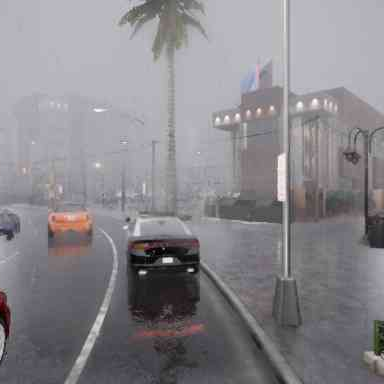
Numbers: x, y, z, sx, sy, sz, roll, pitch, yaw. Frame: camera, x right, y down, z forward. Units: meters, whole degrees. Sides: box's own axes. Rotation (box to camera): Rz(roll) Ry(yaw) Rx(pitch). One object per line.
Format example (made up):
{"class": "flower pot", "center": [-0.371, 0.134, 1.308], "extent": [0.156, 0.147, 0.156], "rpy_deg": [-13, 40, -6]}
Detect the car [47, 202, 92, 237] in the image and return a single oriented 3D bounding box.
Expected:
{"class": "car", "center": [-6.821, 1.344, 18.367], "extent": [2.097, 1.767, 4.553], "rpy_deg": [0, 0, -23]}

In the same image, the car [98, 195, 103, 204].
{"class": "car", "center": [-14.576, 1.238, 56.454], "extent": [4.553, 1.767, 2.185], "rpy_deg": [0, 0, 42]}

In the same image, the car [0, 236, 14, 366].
{"class": "car", "center": [-3.200, 1.475, 2.383], "extent": [1.882, 1.535, 5.008], "rpy_deg": [0, 0, -4]}

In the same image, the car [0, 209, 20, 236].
{"class": "car", "center": [-10.129, 1.554, 17.209], "extent": [1.994, 1.385, 4.181], "rpy_deg": [0, 0, -23]}

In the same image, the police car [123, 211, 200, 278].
{"class": "police car", "center": [-1.110, 1.423, 10.451], "extent": [1.930, 1.638, 5.238], "rpy_deg": [0, 0, -12]}
